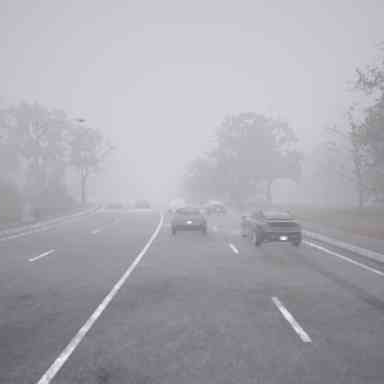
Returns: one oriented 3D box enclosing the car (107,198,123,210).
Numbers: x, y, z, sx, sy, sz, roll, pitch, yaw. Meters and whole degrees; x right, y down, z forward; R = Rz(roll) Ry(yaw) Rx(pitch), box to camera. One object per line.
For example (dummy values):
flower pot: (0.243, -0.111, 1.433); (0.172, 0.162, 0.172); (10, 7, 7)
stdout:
car: (-10.222, 1.526, 44.343); (1.812, 1.442, 4.674); (0, 0, -12)

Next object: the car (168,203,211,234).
car: (-0.223, 1.568, 19.506); (1.994, 1.385, 4.181); (0, 0, -2)

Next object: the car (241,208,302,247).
car: (3.432, 1.508, 15.090); (1.837, 1.490, 4.892); (0, 0, -1)

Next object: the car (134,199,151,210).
car: (-6.546, 1.569, 43.786); (1.994, 1.385, 4.181); (0, 0, -11)

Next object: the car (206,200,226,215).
car: (2.224, 1.536, 33.843); (1.812, 1.442, 4.674); (0, 0, -6)

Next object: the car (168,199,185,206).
car: (-1.688, 1.534, 37.042); (1.812, 1.442, 4.674); (0, 0, -7)
